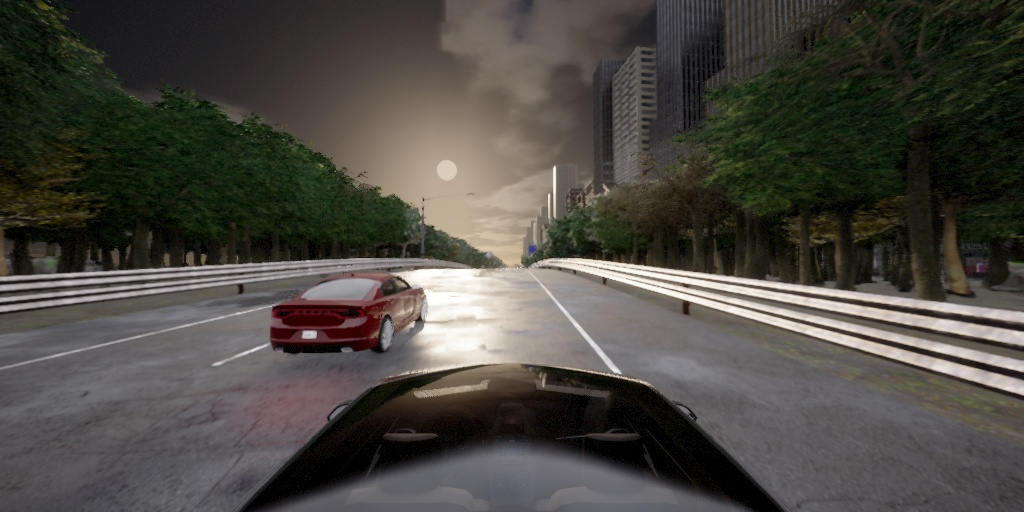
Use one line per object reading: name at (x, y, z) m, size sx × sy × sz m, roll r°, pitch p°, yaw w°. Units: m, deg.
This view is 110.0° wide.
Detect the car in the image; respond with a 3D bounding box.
car at (-3.405, 1.121, 8.498) m, size 1.882 × 1.535 × 5.008 m, roll 0°, pitch 1°, yaw 0°
